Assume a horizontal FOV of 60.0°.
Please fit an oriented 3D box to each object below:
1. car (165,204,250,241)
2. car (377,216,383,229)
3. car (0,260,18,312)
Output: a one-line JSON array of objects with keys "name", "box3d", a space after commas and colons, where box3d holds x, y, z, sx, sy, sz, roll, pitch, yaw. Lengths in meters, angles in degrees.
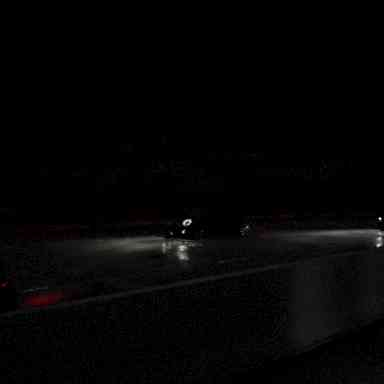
[{"name": "car", "box3d": [0.865, 1.456, 17.403, 4.553, 1.767, 2.097, 1, 0, -35]}, {"name": "car", "box3d": [14.430, 1.838, 22.046, 4.718, 1.301, 1.895, 1, 0, -29]}, {"name": "car", "box3d": [-5.391, 1.529, 4.447, 5.357, 1.411, 2.033, 1, 0, -35]}]
